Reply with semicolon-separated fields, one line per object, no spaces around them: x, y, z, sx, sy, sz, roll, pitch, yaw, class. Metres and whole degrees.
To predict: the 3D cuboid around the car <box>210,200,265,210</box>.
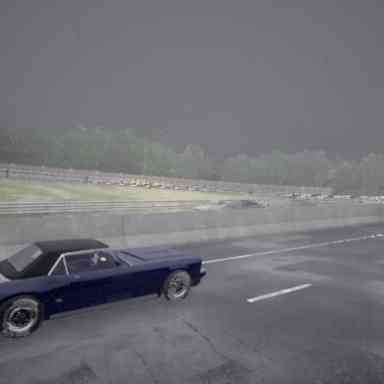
4.226;1.504;28.499;4.892;1.490;1.837;0;0;-35;car

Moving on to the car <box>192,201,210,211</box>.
2.205;1.525;31.357;4.674;1.442;1.812;0;0;-35;car

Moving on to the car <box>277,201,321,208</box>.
8.686;1.477;27.380;5.008;1.535;1.882;0;0;-35;car

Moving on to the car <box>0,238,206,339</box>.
-2.029;1.601;6.605;4.718;1.301;1.895;0;0;-36;car
